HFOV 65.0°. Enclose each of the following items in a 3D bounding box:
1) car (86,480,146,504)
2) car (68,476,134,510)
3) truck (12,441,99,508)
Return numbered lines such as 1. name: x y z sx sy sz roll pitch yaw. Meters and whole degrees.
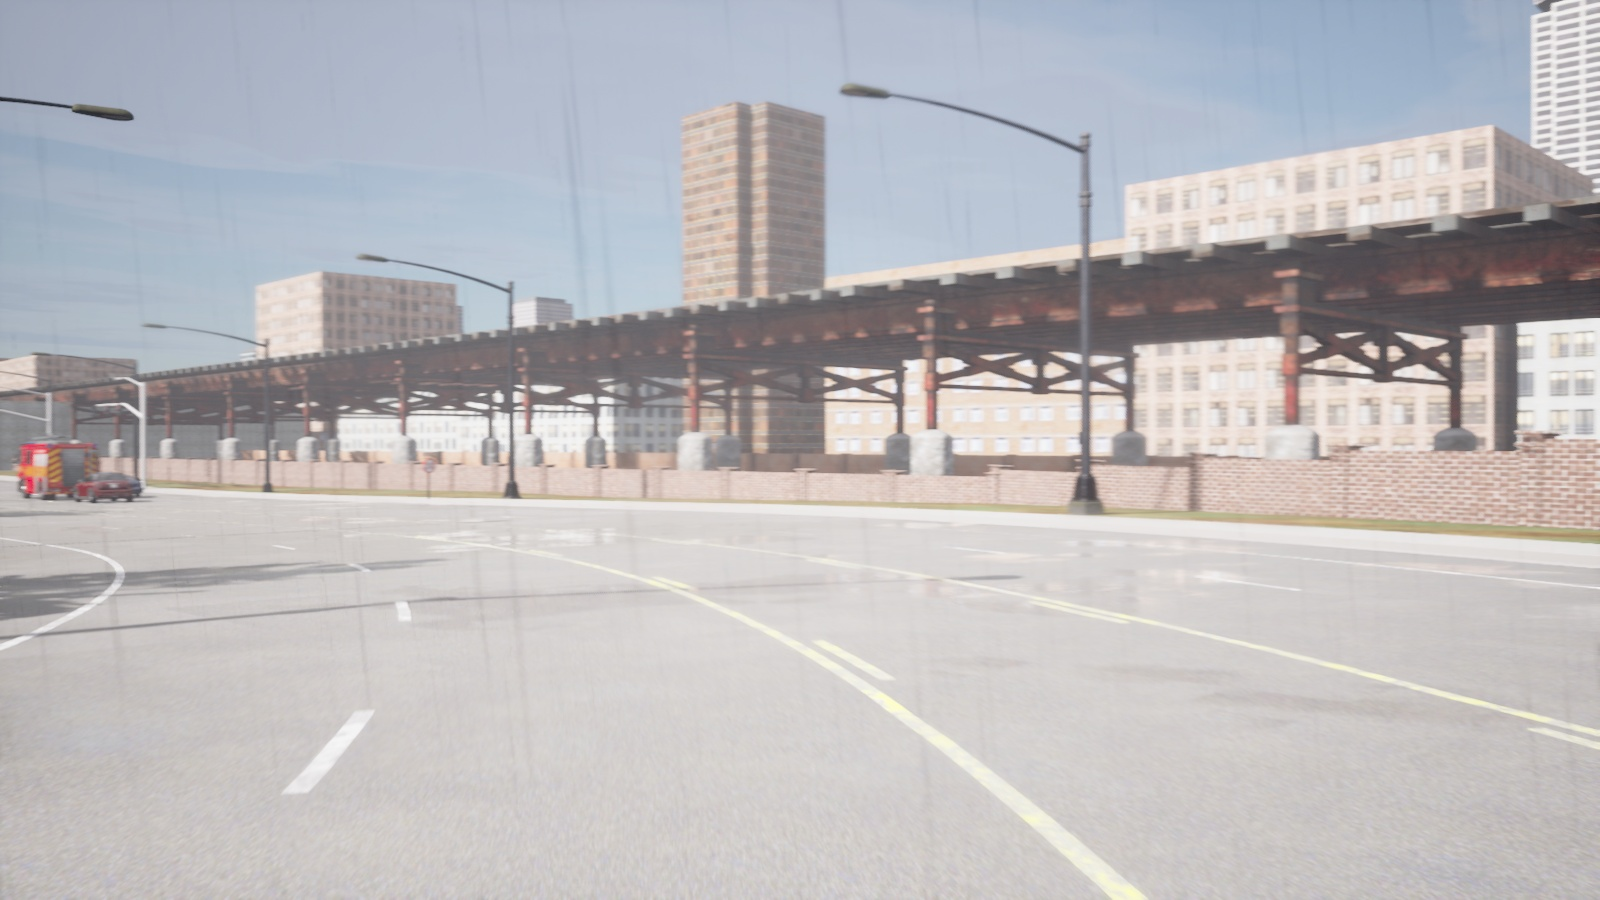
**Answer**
1. car: -43.517 2.649 79.807 2.033 1.411 5.357 -1 0 -43
2. car: -38.888 2.344 69.816 2.097 1.767 4.553 -1 0 -43
3. truck: -45.700 1.470 76.952 2.891 3.827 8.468 -1 0 -42
